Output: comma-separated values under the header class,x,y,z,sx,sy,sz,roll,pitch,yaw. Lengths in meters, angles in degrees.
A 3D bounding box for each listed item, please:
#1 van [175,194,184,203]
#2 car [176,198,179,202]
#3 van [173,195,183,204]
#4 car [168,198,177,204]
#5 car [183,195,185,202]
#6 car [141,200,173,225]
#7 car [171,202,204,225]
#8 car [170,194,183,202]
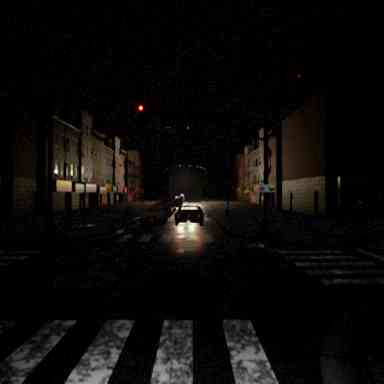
class,x,y,z,sx,sy,sz,roll,pitch,yaw
van,-2.581,1.415,68.880,1.690,1.788,3.998,0,0,0
car,-2.608,1.592,35.247,1.802,1.307,4.206,0,0,0
van,-2.585,1.402,63.275,1.690,1.788,3.998,0,0,0
car,-2.612,1.549,29.642,1.887,1.381,4.507,0,0,0
car,-2.594,1.478,52.063,1.967,1.590,4.097,0,0,0
car,-2.616,1.525,23.867,1.752,1.417,4.829,0,0,0
car,-0.107,1.600,23.646,1.895,1.301,4.718,0,0,2
car,-2.599,1.467,46.458,1.967,1.590,4.097,0,0,0
